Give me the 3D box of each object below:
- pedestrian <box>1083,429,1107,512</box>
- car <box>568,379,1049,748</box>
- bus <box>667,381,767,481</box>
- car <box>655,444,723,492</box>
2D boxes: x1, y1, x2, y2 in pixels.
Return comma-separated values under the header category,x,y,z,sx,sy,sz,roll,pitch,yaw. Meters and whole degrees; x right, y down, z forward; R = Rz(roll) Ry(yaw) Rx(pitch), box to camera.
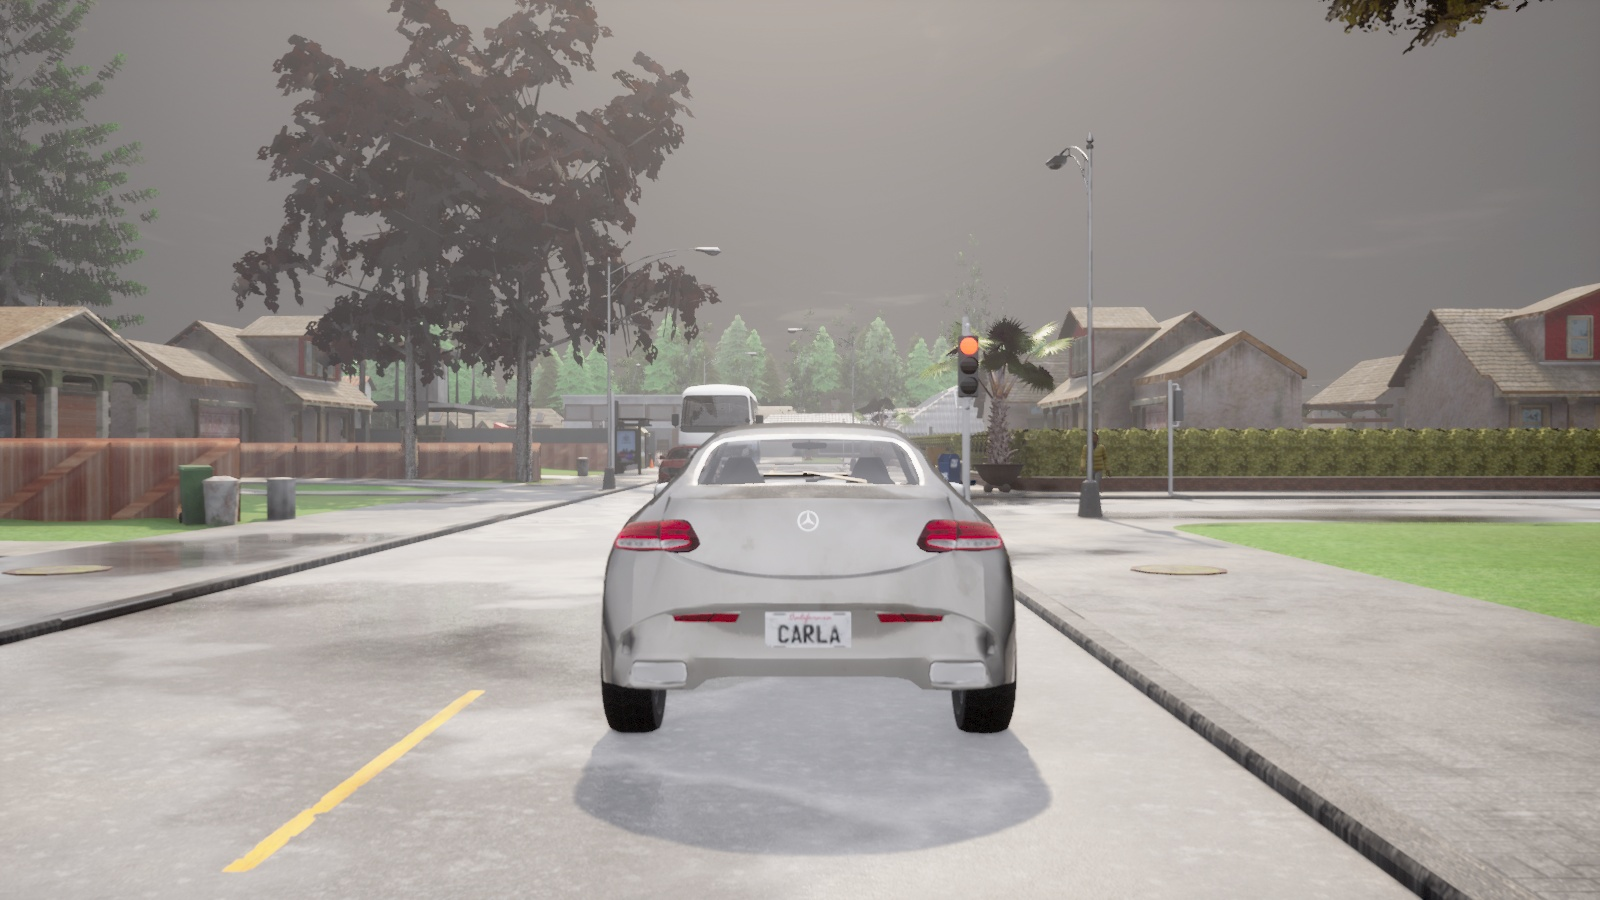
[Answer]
category,x,y,z,sx,sy,sz,roll,pitch,yaw
pedestrian,6.653,0.455,28.289,0.431,1.840,0.709,0,0,21
car,0.060,0.498,8.129,2.152,1.651,5.027,0,0,1
bus,-3.666,-0.834,58.564,3.944,4.253,10.273,0,0,0
car,-3.752,0.573,43.202,1.882,1.535,5.008,0,0,0
